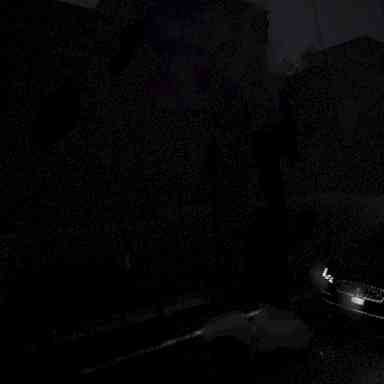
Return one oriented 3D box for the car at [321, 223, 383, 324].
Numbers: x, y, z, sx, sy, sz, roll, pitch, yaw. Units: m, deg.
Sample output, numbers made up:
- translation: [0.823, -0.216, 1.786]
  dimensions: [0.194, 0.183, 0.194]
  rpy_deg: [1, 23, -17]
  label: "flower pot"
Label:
- translation: [4.466, 1.281, 6.395]
  dimensions: [4.892, 1.490, 1.837]
  rpy_deg: [-3, 2, -35]
  label: "car"
